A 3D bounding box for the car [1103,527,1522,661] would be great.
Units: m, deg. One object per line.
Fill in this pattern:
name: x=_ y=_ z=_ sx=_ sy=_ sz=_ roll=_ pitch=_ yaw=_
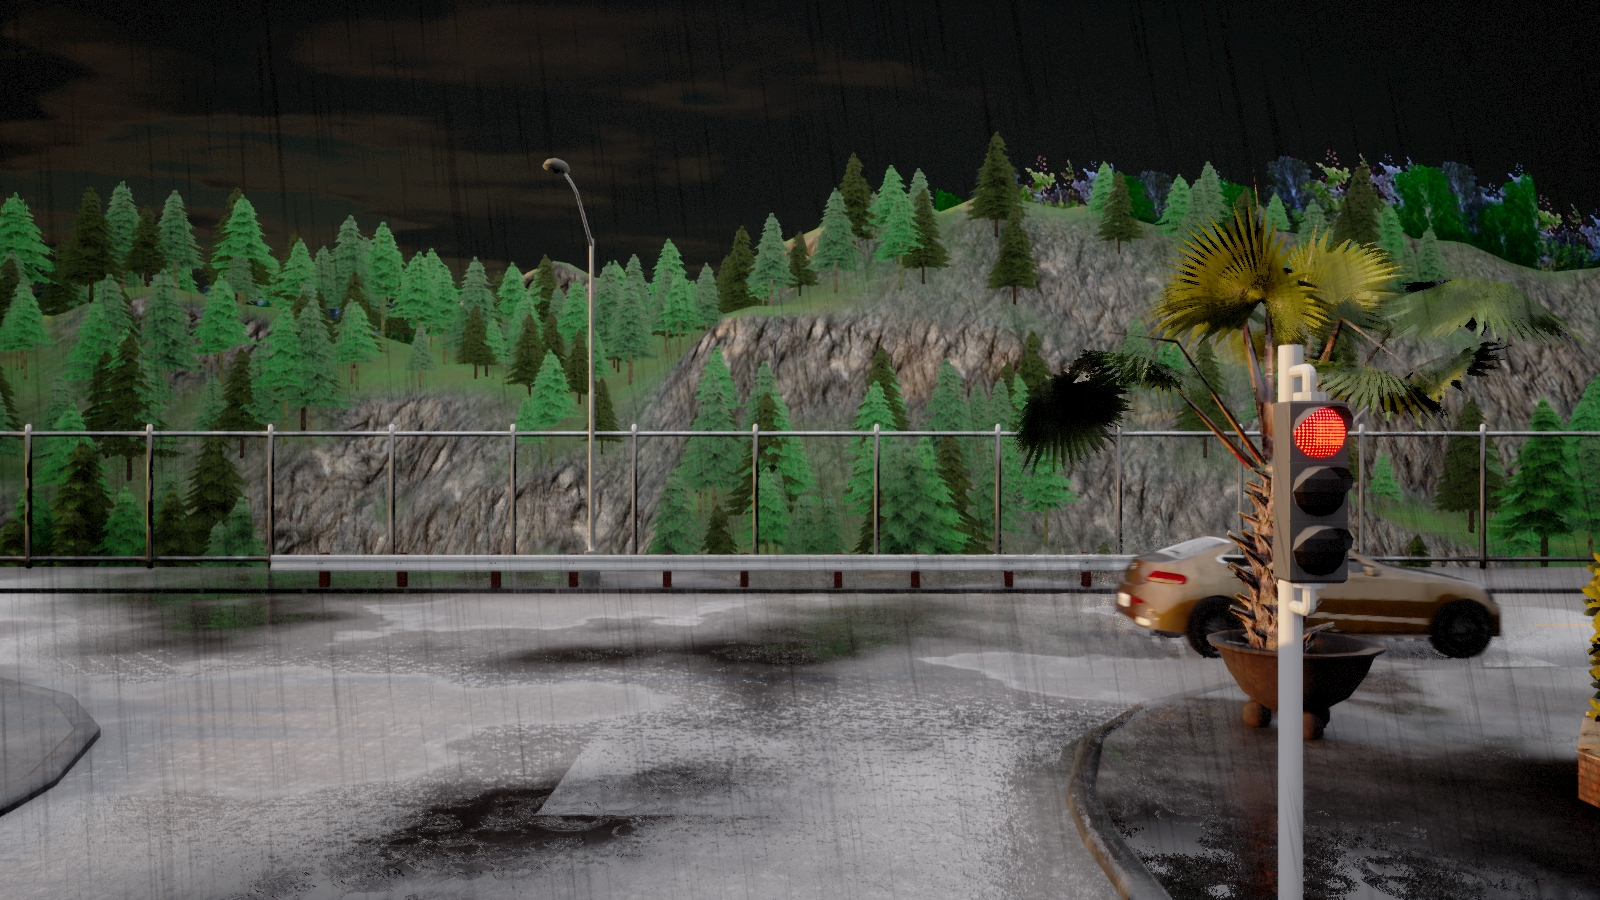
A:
car: x=7.123 y=1.992 z=16.328 sx=5.027 sy=1.651 sz=2.152 roll=0 pitch=0 yaw=0
